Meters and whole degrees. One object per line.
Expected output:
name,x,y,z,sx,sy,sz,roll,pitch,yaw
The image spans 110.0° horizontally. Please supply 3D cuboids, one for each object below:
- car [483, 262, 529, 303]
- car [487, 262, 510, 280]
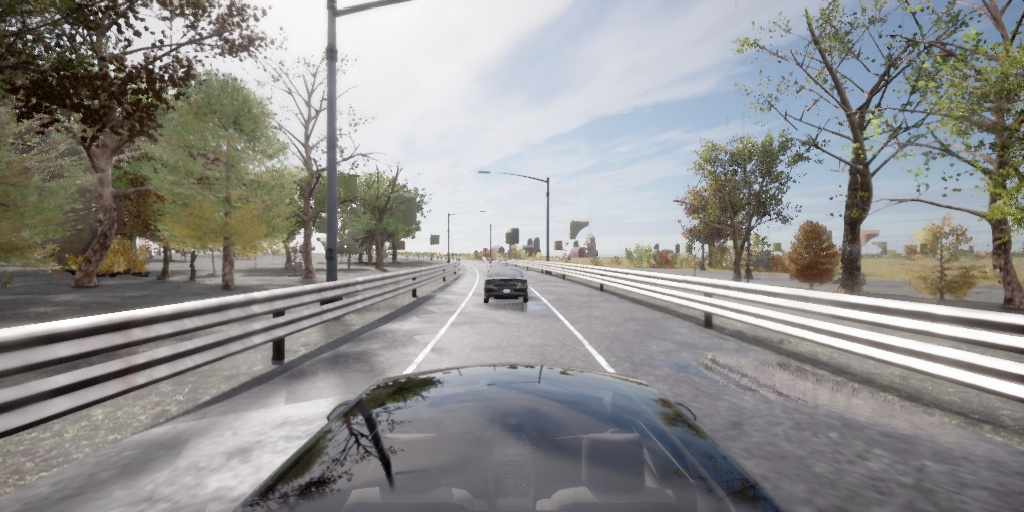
car,-0.314,1.229,16.604,1.882,1.535,5.008,0,0,-2
car,-1.252,1.267,31.647,1.812,1.442,4.674,0,0,-5
